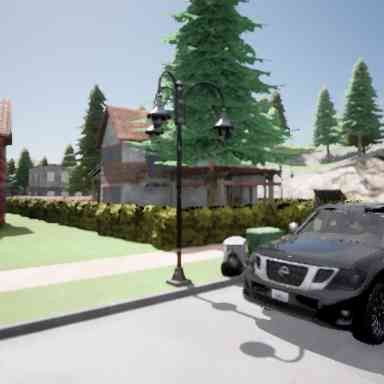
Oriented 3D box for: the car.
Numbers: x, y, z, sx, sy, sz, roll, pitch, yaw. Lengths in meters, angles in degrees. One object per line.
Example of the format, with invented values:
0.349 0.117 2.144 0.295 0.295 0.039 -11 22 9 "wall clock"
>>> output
3.510 1.243 6.825 5.566 2.045 2.150 0 0 -39 "car"
